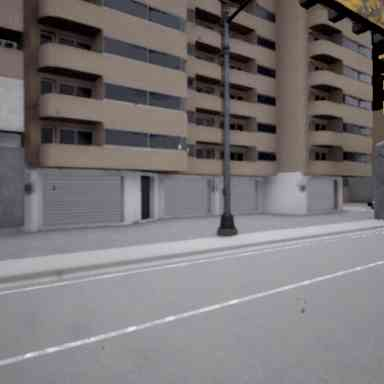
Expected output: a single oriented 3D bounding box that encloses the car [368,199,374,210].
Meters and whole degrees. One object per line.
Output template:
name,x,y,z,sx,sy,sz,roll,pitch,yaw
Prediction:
car,21.296,1.169,35.616,2.038,1.542,4.974,0,0,-10
